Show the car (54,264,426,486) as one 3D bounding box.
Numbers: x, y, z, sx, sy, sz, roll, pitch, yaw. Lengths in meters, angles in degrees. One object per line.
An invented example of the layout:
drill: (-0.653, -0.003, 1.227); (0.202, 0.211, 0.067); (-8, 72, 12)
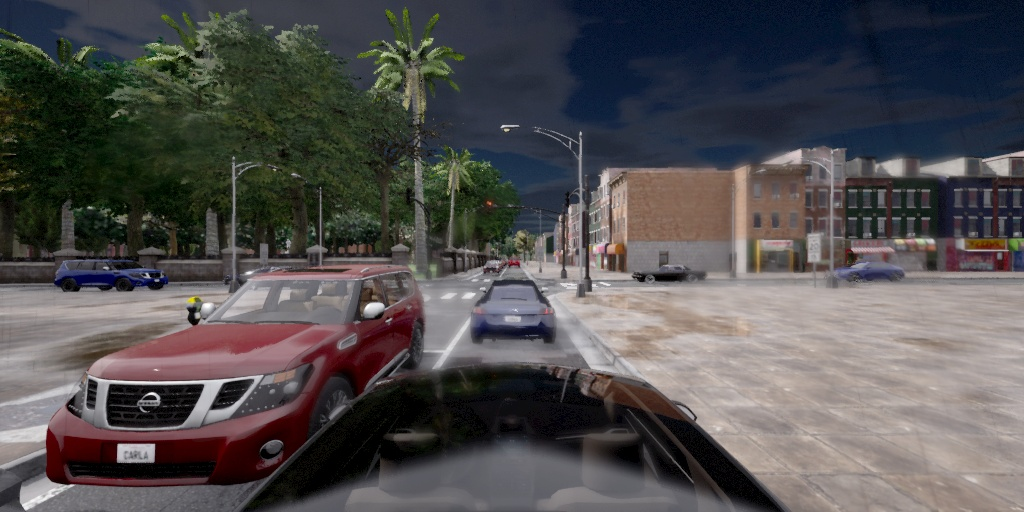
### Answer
car: (-2.621, 1.065, 5.029); (2.192, 1.841, 5.009); (0, 0, 0)

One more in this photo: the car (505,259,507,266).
car: (-2.280, 1.485, 60.240); (1.802, 1.307, 4.207); (0, 0, 0)

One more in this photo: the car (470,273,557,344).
car: (0.045, 1.316, 9.644); (1.994, 1.385, 4.181); (0, 0, 1)

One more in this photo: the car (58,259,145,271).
car: (-25.076, 1.221, 22.541); (5.566, 2.045, 2.150); (-1, 0, 0)

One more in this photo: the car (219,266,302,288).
car: (-17.752, 1.448, 25.455); (4.674, 1.442, 1.812); (-1, 0, 0)

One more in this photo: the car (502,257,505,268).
car: (-2.349, 1.291, 48.862); (1.967, 1.591, 4.097); (0, 0, 0)

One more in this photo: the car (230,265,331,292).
car: (-14.344, 1.386, 22.480); (4.902, 1.511, 2.128); (-1, 0, -1)

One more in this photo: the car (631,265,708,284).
car: (10.990, 1.279, 25.326); (4.718, 1.301, 1.895); (0, 0, 1)

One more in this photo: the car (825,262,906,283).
car: (24.823, 1.119, 25.244); (4.674, 1.442, 1.812); (0, 0, 0)

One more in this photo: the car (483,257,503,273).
car: (-2.385, 1.268, 43.175); (1.967, 1.591, 4.097); (0, 0, 0)
